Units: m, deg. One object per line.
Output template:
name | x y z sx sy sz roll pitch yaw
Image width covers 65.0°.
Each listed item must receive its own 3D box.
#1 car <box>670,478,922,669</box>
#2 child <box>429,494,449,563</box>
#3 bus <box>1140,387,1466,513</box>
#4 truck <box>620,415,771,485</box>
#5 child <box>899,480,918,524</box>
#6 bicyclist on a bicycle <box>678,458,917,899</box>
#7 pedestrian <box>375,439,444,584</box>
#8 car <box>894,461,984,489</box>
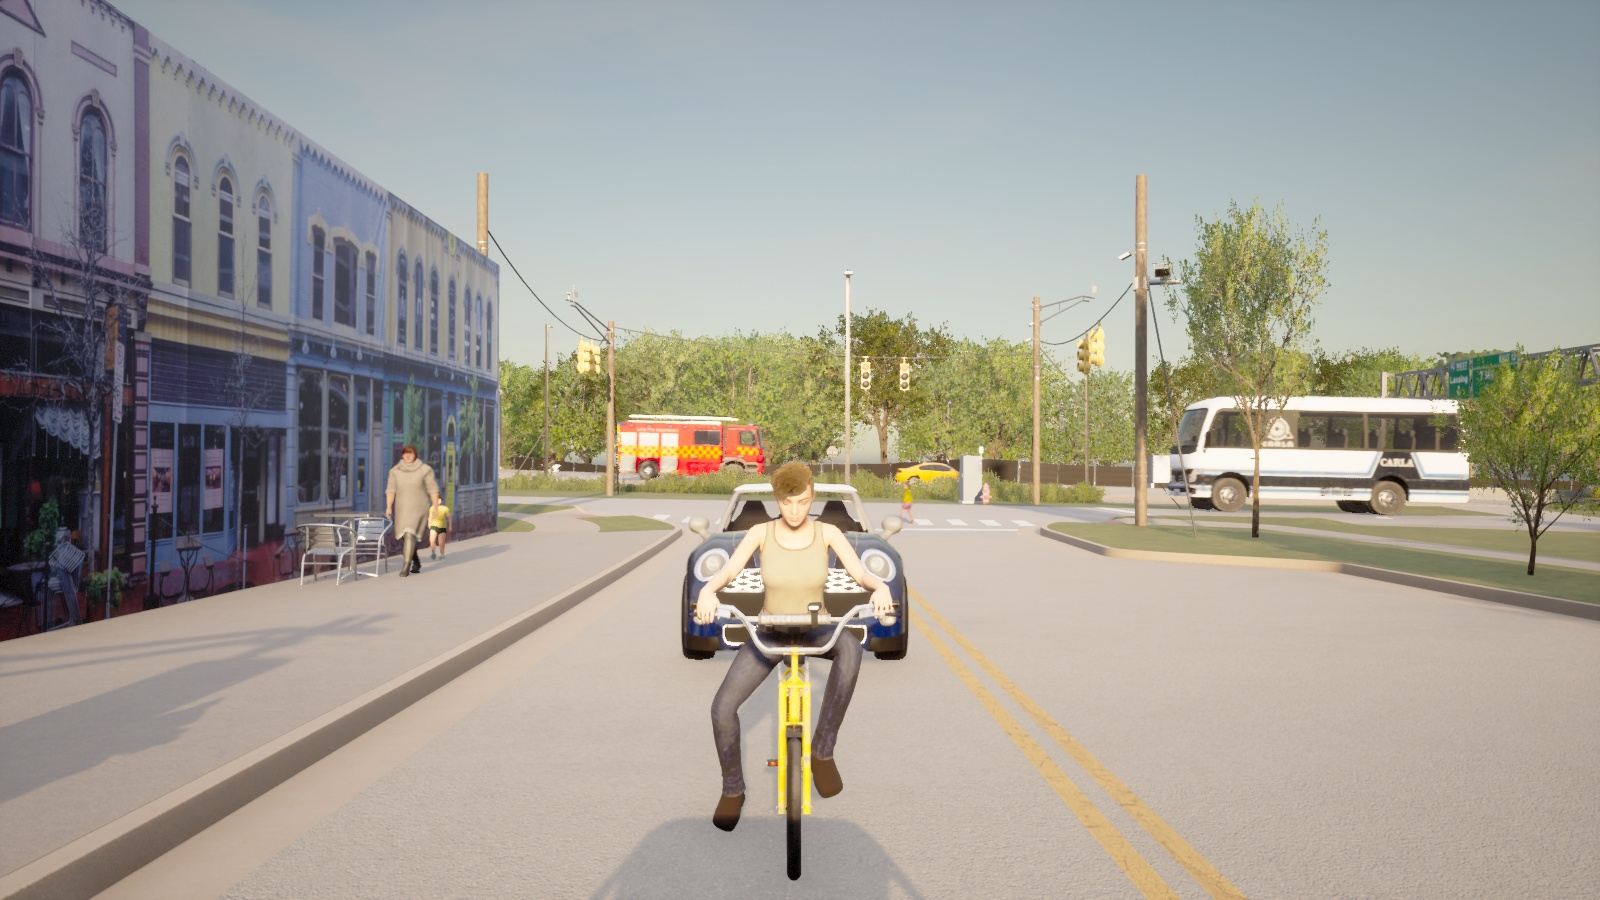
car | -0.035 1.010 11.748 1.970 1.475 3.806 0 -1 0
child | -5.862 1.272 20.415 0.255 1.110 0.394 0 -1 -7
bus | 18.081 0.034 45.768 10.273 4.253 3.944 1 -1 0
truck | -6.015 -0.005 73.381 8.468 3.827 2.891 1 -1 0
child | 2.877 1.385 33.407 0.473 1.160 0.299 0 -1 0
bicyclist on a bicycle | -0.017 0.853 5.334 0.866 1.612 1.509 0 -1 -1
pedestrian | -5.398 0.835 17.378 0.659 1.952 0.873 0 -1 2
car | 8.115 1.438 73.420 5.008 1.535 1.882 1 -1 0
